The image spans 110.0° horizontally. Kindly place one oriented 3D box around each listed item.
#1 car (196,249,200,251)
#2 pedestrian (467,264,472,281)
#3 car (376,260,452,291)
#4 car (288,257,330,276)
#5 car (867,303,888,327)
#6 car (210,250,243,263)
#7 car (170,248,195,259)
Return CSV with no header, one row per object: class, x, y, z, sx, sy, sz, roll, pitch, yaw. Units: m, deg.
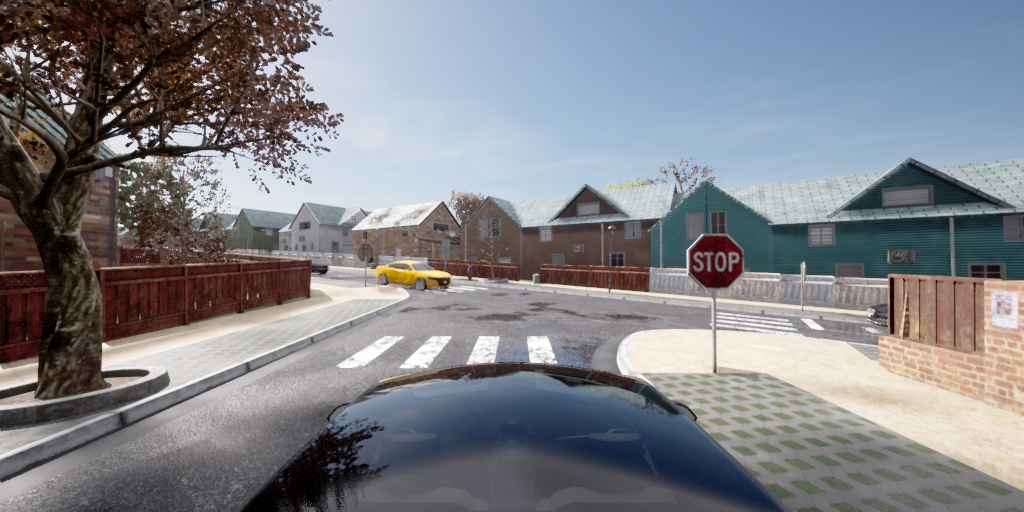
car,-42.101,-0.251,47.053,4.674,1.442,1.812,2,0,32
pedestrian,-3.044,1.116,25.959,0.375,1.300,0.375,-1,-5,32
car,-5.709,1.058,20.710,5.008,1.535,1.882,3,0,32
car,-15.936,0.770,27.167,4.718,1.301,1.895,2,0,32
car,14.657,1.938,11.340,4.892,1.490,1.837,3,0,32
car,-26.414,0.251,33.789,5.008,1.535,1.882,2,0,33
car,-39.682,-0.148,42.274,4.892,1.490,1.837,2,0,32
